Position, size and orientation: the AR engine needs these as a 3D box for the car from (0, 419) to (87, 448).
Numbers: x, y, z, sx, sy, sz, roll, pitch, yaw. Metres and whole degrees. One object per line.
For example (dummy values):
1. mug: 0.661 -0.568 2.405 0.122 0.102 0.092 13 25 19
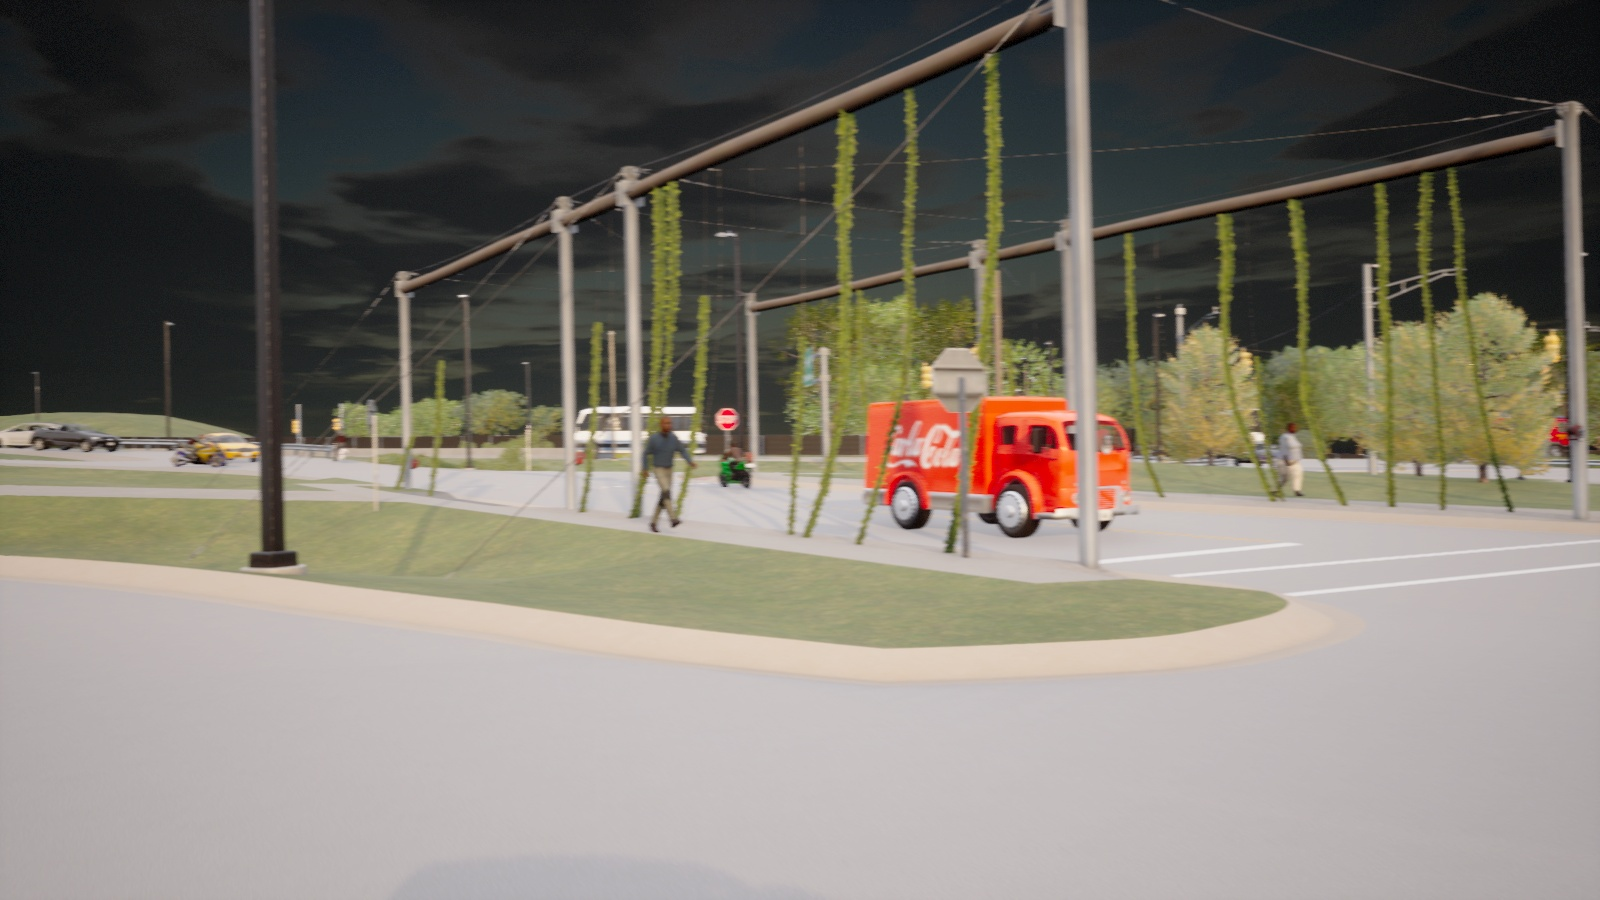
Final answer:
1. car: -47.325 -1.038 78.190 4.611 1.667 2.242 1 0 4

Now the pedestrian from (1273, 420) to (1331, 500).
1. pedestrian: 11.930 0.229 29.866 0.874 1.855 0.900 -1 0 -33

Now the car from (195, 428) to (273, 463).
1. car: -28.600 -0.254 63.330 5.366 1.575 1.801 2 3 45

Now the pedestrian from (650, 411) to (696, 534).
1. pedestrian: -1.938 0.334 19.150 0.370 1.835 0.726 -1 0 -33

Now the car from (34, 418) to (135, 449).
1. car: -41.797 -0.937 73.401 5.027 1.651 2.152 2 1 15

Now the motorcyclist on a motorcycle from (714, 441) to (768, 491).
1. motorcyclist on a motorcycle: -1.910 0.496 40.446 0.797 1.523 2.044 -1 1 -34

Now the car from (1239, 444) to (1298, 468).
1. car: 29.390 0.371 78.978 1.816 1.474 4.193 0 -1 -6

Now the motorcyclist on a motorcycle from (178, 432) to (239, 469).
1. motorcyclist on a motorcycle: -25.660 0.013 54.512 2.191 1.530 0.866 2 -1 -10

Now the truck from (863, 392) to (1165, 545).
1. truck: 3.784 0.266 23.211 2.627 2.467 5.204 -1 1 -34
